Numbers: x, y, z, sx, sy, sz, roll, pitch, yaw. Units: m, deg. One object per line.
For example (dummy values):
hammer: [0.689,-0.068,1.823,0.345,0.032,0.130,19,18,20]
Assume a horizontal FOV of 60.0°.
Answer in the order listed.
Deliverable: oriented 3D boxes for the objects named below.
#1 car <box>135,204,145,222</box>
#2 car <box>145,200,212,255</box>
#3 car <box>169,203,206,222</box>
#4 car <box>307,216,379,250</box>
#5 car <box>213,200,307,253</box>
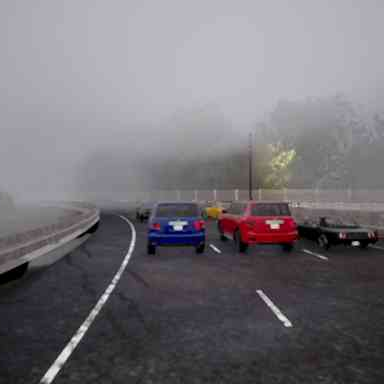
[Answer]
car: [-3.884,1.774,29.438,2.128,1.511,4.902,0,0,-16]
car: [-0.814,1.352,14.229,2.150,2.045,5.566,0,0,-7]
car: [-0.509,1.780,30.365,2.128,1.511,4.902,0,0,-16]
car: [6.118,1.740,15.192,1.895,1.301,4.718,0,-1,-7]
car: [2.658,1.354,14.668,2.150,2.045,5.566,0,0,-7]
